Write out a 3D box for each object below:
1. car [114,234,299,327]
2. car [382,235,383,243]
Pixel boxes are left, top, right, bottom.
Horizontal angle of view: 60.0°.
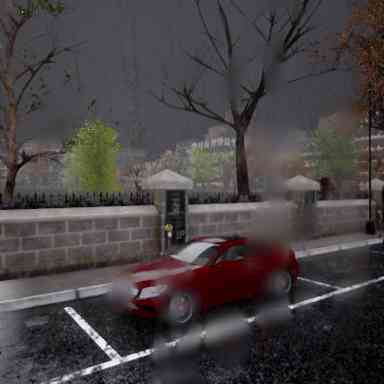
[{"bbox_3d":[0.505,1.580,6.929,4.206,1.307,1.802,0,0,-36],"label":"car"},{"bbox_3d":[9.373,1.520,13.267,4.829,1.417,1.752,0,0,-36],"label":"car"}]
